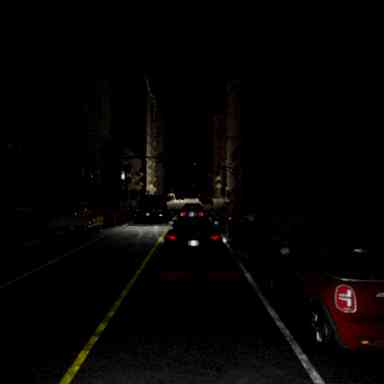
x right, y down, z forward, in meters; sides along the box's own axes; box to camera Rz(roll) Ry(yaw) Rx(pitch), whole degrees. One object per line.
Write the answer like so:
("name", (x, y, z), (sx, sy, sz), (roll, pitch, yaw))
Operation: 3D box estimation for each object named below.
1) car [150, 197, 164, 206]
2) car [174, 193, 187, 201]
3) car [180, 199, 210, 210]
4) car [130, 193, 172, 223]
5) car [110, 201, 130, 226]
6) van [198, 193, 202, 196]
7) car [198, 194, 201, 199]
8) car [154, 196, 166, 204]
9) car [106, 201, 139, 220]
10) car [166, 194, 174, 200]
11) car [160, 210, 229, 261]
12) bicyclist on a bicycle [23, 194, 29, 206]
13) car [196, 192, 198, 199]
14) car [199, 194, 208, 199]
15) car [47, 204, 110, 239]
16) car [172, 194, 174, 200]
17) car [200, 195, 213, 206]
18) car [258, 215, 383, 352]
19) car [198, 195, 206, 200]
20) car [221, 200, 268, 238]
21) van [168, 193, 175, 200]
("car", (-5.852, 1.521, 55.685), (1.887, 1.381, 4.507), (1, 0, 0))
("car", (-3.003, 1.565, 83.154), (1.895, 1.301, 4.718), (0, 0, 0))
("car", (0.043, 1.536, 25.165), (2.033, 1.411, 5.357), (0, 0, 0))
("car", (-3.066, 1.212, 25.975), (2.150, 2.045, 5.566), (0, 0, 0))
("car", (-5.851, 1.534, 23.041), (1.887, 1.381, 4.507), (1, 0, 0))
("van", (2.675, 1.312, 72.697), (1.690, 1.788, 3.998), (1, 0, 0))
("car", (2.673, 1.554, 67.023), (1.802, 1.307, 4.206), (1, 0, 0))
("car", (-5.853, 1.519, 61.358), (1.887, 1.381, 4.507), (1, 0, 0))
("car", (-5.851, 1.512, 28.495), (1.752, 1.417, 4.829), (1, 0, 0))
("car", (-5.853, 1.409, 89.722), (1.967, 1.590, 4.097), (1, 0, 0))
("car", (0.062, 1.557, 12.259), (1.994, 1.385, 4.181), (0, 0, 0))
("bicyclist on a bicycle", (-23.014, 1.131, 46.125), (0.582, 1.620, 1.656), (0, 0, 0))
("car", (2.675, 1.285, 78.370), (2.192, 1.841, 5.009), (1, 0, 0))
("car", (2.673, 1.556, 61.350), (1.802, 1.307, 4.206), (1, 0, 0))
("car", (-5.850, 1.517, 17.246), (1.752, 1.417, 4.829), (1, 0, 0))
("car", (-5.853, 1.552, 78.377), (1.802, 1.307, 4.206), (1, 0, 0))
("car", (2.673, 1.558, 55.676), (1.802, 1.307, 4.206), (1, 0, 0))
("car", (2.677, 1.437, 6.159), (1.967, 1.590, 4.097), (1, 0, 0))
("car", (2.672, 1.551, 89.716), (1.802, 1.307, 4.206), (1, 0, 0))
("car", (2.677, 1.307, 17.408), (2.192, 1.841, 5.009), (1, 0, 0))
("van", (-5.852, 1.310, 95.395), (1.690, 1.788, 3.998), (1, 0, 0))
